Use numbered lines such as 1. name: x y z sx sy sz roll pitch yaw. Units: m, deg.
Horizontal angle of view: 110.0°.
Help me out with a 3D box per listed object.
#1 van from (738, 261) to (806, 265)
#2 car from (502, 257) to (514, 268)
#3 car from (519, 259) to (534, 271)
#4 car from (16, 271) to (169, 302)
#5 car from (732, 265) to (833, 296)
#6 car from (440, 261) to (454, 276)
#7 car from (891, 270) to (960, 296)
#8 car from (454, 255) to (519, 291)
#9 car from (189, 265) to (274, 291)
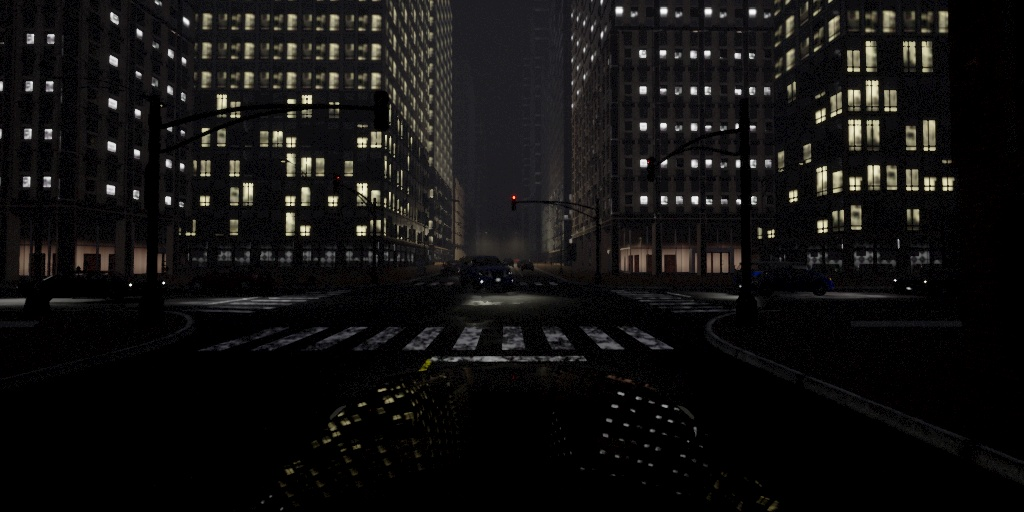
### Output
1. van: 15.710 1.210 21.824 3.998 1.789 1.690 0 0 -1
2. car: -0.745 1.126 63.985 2.097 1.767 4.553 0 0 -1
3. car: 2.055 1.350 48.362 1.802 1.307 4.207 0 0 -1
4. car: -18.068 1.300 15.661 4.718 1.301 1.895 0 -1 -1
5. car: 14.519 1.342 19.228 4.674 1.442 1.812 0 -1 -2
6. car: -6.171 1.203 37.036 1.967 1.591 4.097 0 0 -1
7. car: 23.562 1.435 19.334 4.718 1.301 1.895 0 -1 -1
8. car: -1.777 0.981 22.452 2.150 2.045 5.566 -1 0 -22
9. car: -16.761 1.255 21.454 4.097 1.591 1.967 0 0 -1
